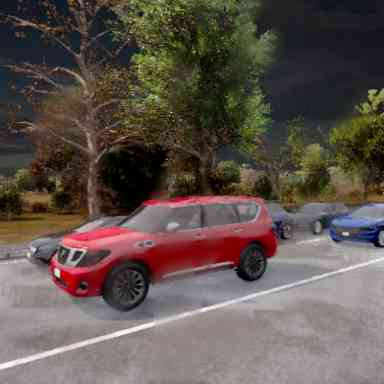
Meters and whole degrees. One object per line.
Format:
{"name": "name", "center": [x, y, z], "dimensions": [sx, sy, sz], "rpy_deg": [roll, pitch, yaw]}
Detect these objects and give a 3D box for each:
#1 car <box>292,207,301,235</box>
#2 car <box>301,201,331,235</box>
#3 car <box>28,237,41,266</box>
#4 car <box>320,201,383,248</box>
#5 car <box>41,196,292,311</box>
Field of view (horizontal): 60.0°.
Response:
{"name": "car", "center": [2.200, 1.202, 14.122], "dimensions": [4.553, 1.767, 2.097], "rpy_deg": [-1, 1, -36]}
{"name": "car", "center": [6.667, 1.268, 17.442], "dimensions": [4.892, 1.490, 1.837], "rpy_deg": [-1, 1, -37]}
{"name": "car", "center": [-2.668, 1.470, 10.659], "dimensions": [4.674, 1.442, 1.812], "rpy_deg": [-1, 1, -35]}
{"name": "car", "center": [7.770, 1.256, 13.933], "dimensions": [5.008, 1.535, 1.882], "rpy_deg": [-1, 1, -36]}
{"name": "car", "center": [-0.347, 1.158, 8.018], "dimensions": [5.566, 2.045, 2.150], "rpy_deg": [-1, 1, -35]}
